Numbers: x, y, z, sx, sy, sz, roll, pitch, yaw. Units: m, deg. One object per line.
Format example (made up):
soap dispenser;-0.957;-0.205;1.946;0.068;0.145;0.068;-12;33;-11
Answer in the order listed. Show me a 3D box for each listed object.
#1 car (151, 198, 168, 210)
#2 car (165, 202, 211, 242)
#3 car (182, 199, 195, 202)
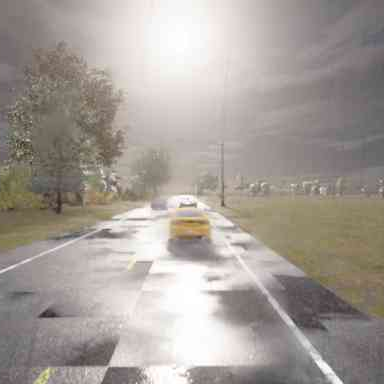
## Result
car;-4.154;1.508;42.867;1.882;1.535;5.008;0;0;0
car;-0.106;1.489;16.361;1.882;1.535;5.008;0;0;-1
car;-0.379;1.518;34.704;2.128;1.511;4.902;0;0;-1
